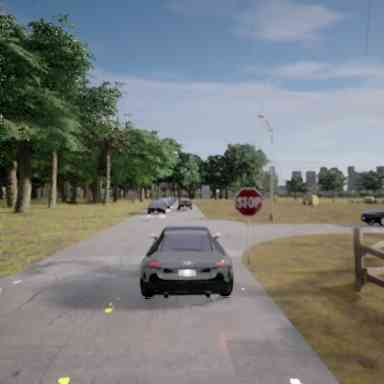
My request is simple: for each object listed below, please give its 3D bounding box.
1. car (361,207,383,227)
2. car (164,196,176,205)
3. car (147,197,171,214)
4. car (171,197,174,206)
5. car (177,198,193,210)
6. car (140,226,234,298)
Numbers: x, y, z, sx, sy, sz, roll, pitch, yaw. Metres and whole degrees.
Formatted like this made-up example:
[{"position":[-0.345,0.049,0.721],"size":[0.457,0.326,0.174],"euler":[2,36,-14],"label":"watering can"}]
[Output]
[{"position":[13.835,1.457,22.053],"size":[5.008,1.535,1.882],"euler":[0,-2,-2],"label":"car"},{"position":[-4.228,1.648,65.498],"size":[2.128,1.511,4.902],"euler":[0,0,-1],"label":"car"},{"position":[-3.645,1.558,35.391],"size":[2.033,1.411,5.357],"euler":[0,0,-2],"label":"car"},{"position":[-3.865,1.574,45.126],"size":[1.812,1.442,4.674],"euler":[0,0,-1],"label":"car"},{"position":[-0.917,1.536,43.978],"size":[1.837,1.490,4.892],"euler":[0,0,-1],"label":"car"},{"position":[-0.148,1.552,8.520],"size":[1.994,1.385,4.181],"euler":[0,0,-1],"label":"car"}]
